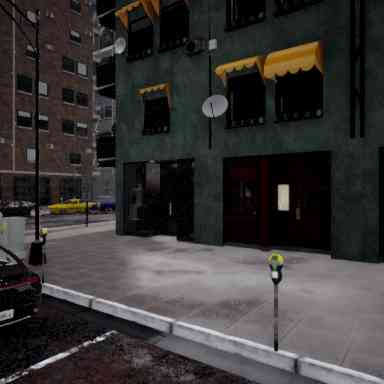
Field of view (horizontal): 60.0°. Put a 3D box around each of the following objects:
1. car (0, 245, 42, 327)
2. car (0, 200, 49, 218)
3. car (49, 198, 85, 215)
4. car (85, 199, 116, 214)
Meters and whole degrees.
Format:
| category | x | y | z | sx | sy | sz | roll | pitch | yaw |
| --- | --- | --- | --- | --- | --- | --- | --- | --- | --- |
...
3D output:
| category | x | y | z | sx | sy | sz | roll | pitch | yaw |
| --- | --- | --- | --- | --- | --- | --- | --- | --- | --- |
| car | -4.487 | 1.551 | 6.065 | 4.403 | 1.369 | 2.008 | 0 | 0 | 35 |
| car | -14.067 | 1.350 | 26.067 | 2.008 | 1.369 | 4.403 | 1 | 1 | 35 |
| car | -10.982 | 1.249 | 30.495 | 1.752 | 1.417 | 4.829 | 1 | 1 | 35 |
| car | -7.267 | 1.287 | 31.314 | 1.895 | 1.301 | 4.718 | 0 | 1 | 35 |
